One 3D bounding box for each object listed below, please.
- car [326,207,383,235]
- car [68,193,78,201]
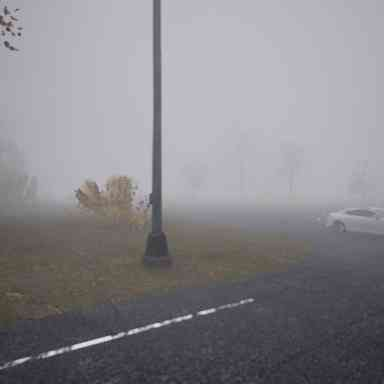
[{"bbox_3d":[9.090,1.483,16.718,1.812,1.442,4.674,-1,1,-35],"label":"car"},{"bbox_3d":[-20.531,0.888,58.589,1.812,1.442,4.674,-1,1,-35],"label":"car"}]
